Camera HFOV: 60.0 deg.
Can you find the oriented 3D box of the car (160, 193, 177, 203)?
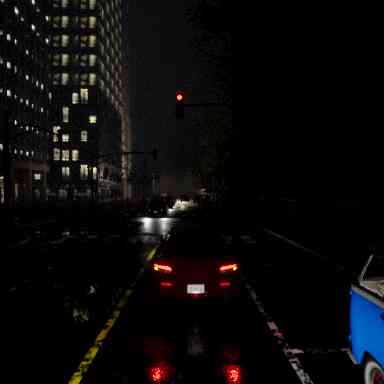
[{"bbox_3d":[-3.828,1.329,56.108,2.097,1.767,4.553,0,0,-2],"label":"car"}]

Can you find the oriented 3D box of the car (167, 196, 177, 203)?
[{"bbox_3d":[-4.195,1.531,68.915,1.994,1.385,4.181,0,0,-2],"label":"car"}]

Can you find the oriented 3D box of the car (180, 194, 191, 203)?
[{"bbox_3d":[-1.505,1.552,70.641,1.895,1.301,4.718,0,0,-2],"label":"car"}]

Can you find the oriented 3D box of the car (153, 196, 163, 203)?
[{"bbox_3d":[-6.849,1.513,67.508,1.887,1.381,4.507,0,0,-2],"label":"car"}]

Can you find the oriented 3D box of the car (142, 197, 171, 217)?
[{"bbox_3d":[-3.187,1.488,30.873,1.837,1.490,4.892,1,-1,-1],"label":"car"}]

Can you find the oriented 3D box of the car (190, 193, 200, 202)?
[{"bbox_3d":[0.713,1.271,78.971,2.192,1.841,5.009,0,0,-3],"label":"car"}]

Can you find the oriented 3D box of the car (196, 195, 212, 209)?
[{"bbox_3d":[1.883,1.510,45.887,1.752,1.417,4.829,0,0,-2],"label":"car"}]

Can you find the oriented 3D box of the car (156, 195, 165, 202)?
[{"bbox_3d":[-7.303,1.502,78.594,1.887,1.381,4.507,0,0,-2],"label":"car"}]

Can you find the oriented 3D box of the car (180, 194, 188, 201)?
[{"bbox_3d":[-1.927,1.265,80.616,1.882,1.535,5.008,0,0,-3],"label":"car"}]

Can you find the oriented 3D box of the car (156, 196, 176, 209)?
[{"bbox_3d":[-3.498,1.549,44.420,1.994,1.385,4.181,0,0,-2],"label":"car"}]

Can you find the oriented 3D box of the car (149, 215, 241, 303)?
[{"bbox_3d":[0.051,1.525,8.106,1.812,1.442,4.674,0,0,0],"label":"car"}]

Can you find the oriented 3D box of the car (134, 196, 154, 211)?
[{"bbox_3d":[-5.846,1.539,39.794,2.008,1.369,4.403,0,0,-1],"label":"car"}]

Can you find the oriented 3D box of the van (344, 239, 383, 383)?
[{"bbox_3d":[2.557,1.341,2.172,1.690,1.788,3.998,0,0,0],"label":"van"}]

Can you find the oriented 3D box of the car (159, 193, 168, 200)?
[{"bbox_3d":[-8.107,1.252,95.219,2.192,1.841,5.009,0,0,-3],"label":"car"}]

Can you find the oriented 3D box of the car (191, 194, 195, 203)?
[{"bbox_3d":[1.162,1.493,68.053,1.752,1.417,4.829,0,0,-2],"label":"car"}]

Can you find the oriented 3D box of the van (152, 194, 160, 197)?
[{"bbox_3d":[-6.646,1.314,61.965,1.690,1.788,3.998,0,0,-2],"label":"van"}]

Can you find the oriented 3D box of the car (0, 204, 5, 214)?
[{"bbox_3d":[-18.230,1.377,28.530,4.206,1.307,1.802,1,0,3],"label":"car"}]

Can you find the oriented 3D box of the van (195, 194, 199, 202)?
[{"bbox_3d":[1.731,1.322,51.259,1.690,1.788,3.998,0,0,-2],"label":"van"}]

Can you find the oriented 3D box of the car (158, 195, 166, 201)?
[{"bbox_3d":[-7.557,1.533,84.138,1.802,1.307,4.206,0,0,-3],"label":"car"}]
